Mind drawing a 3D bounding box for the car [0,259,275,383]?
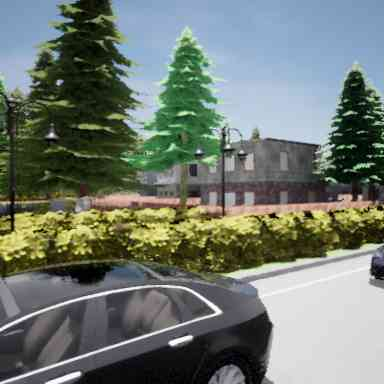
[{"bbox_3d":[-1.345,1.504,3.025,4.892,1.490,1.837,0,0,-35],"label":"car"}]

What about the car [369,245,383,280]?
[{"bbox_3d":[6.304,1.512,8.367,4.181,1.385,1.994,0,0,-36],"label":"car"}]
